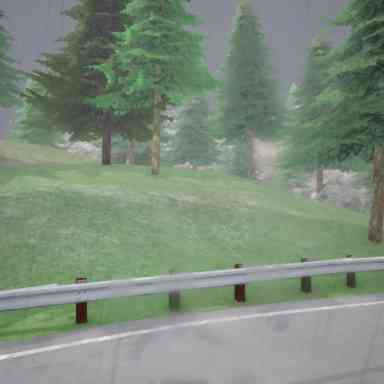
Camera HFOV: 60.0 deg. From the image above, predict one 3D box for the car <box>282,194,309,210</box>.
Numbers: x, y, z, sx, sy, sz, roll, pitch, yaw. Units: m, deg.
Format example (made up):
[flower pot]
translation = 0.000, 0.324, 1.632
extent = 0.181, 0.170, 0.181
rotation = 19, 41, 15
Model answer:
[car]
translation = 13.233, 1.236, 43.292
extent = 2.150, 2.045, 5.566
rotation = 0, 0, -22
